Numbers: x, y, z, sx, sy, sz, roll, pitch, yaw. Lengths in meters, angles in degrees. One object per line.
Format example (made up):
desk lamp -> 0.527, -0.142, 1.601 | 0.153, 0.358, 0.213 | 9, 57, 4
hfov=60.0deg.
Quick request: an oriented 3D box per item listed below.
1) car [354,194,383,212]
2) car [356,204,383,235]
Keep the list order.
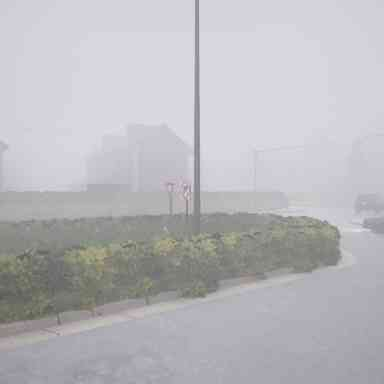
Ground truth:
car -> 18.868, 1.222, 34.815 | 2.150, 2.045, 5.566 | 0, 0, 44
car -> 11.239, 1.547, 16.412 | 2.033, 1.411, 5.357 | 0, 0, -24
